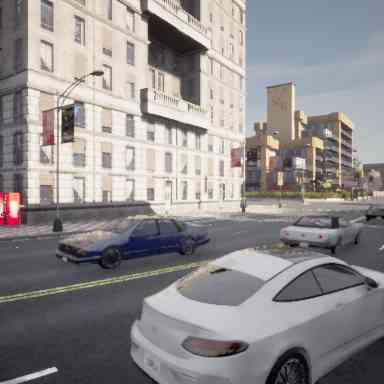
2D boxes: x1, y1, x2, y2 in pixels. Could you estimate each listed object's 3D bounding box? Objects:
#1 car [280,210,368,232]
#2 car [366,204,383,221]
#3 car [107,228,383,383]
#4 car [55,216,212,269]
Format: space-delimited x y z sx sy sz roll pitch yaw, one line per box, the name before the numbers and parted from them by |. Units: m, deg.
car | 5.444 1.594 13.582 1.895 1.301 4.718 0 0 40
car | 15.027 1.589 26.154 1.895 1.301 4.718 0 0 37
car | 1.394 1.523 4.751 4.674 1.442 1.812 0 0 -39
car | -1.694 1.538 11.345 5.357 1.411 2.033 0 0 -43
